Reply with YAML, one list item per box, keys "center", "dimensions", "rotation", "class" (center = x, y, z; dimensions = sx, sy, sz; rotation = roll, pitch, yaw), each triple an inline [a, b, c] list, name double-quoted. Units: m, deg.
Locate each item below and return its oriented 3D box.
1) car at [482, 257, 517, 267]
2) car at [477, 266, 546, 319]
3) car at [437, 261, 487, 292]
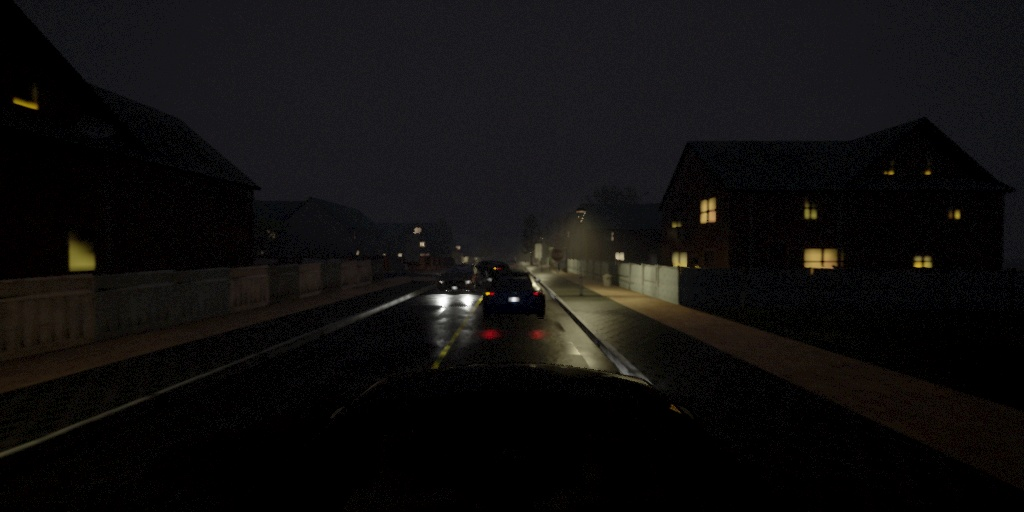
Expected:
- center: [-1.831, 1.080, 28.451]
  dimensions: [1.837, 1.490, 4.892]
  rotation: [3, -1, -30]
  class: "car"
- center: [0.064, 1.231, 12.492]
  dimensions: [1.994, 1.385, 4.181]
  rotation: [0, 0, 0]
  class: "car"
- center: [-2.790, 1.167, 20.178]
  dimensions: [2.033, 1.411, 5.357]
  rotation: [0, 0, 1]
  class: "car"
